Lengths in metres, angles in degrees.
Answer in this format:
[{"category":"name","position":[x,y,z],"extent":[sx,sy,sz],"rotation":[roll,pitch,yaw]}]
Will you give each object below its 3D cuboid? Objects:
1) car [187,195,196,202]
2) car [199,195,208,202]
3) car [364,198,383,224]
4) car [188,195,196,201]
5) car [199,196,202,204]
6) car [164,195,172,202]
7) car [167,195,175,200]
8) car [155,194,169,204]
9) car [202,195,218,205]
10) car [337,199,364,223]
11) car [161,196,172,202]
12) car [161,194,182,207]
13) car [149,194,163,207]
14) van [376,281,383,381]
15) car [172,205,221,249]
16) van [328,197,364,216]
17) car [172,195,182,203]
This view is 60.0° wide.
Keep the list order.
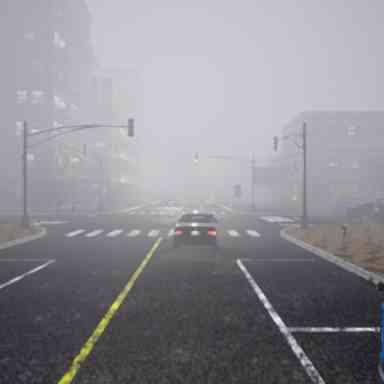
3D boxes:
[{"category":"car","position":[-0.023,1.505,73.299],"extent":[1.812,1.442,4.674],"rotation":[0,0,0]},{"category":"car","position":[2.667,1.537,79.733],"extent":[2.008,1.369,4.403],"rotation":[0,0,0]},{"category":"car","position":[14.915,1.329,22.607],"extent":[5.009,1.841,2.192],"rotation":[0,0,0]},{"category":"car","position":[-0.026,1.431,83.306],"extent":[1.994,1.385,4.181],"rotation":[0,0,0]},{"category":"car","position":[2.674,1.557,57.577],"extent":[1.802,1.307,4.206],"rotation":[0,0,0]},{"category":"car","position":[-5.713,1.511,79.560],"extent":[1.752,1.417,4.829],"rotation":[0,0,0]},{"category":"car","position":[-5.717,1.541,90.809],"extent":[1.887,1.381,4.507],"rotation":[0,0,0]},{"category":"car","position":[-5.707,1.291,63.112],"extent":[2.192,1.841,5.009],"rotation":[0,0,0]},{"category":"car","position":[2.678,1.500,46.668],"extent":[1.752,1.417,4.829],"rotation":[0,0,0]},{"category":"car","position":[14.091,1.498,25.248],"extent":[5.008,1.535,1.882],"rotation":[0,0,0]},{"category":"car","position":[-5.712,1.532,74.191],"extent":[2.008,1.369,4.403],"rotation":[0,0,0]},{"category":"car","position":[-3.085,1.467,51.385],"extent":[2.128,1.511,4.902],"rotation":[0,0,0]},{"category":"car","position":[-5.705,1.499,51.863],"extent":[1.752,1.417,4.829],"rotation":[0,0,0]},{"category":"van","position":[2.661,1.339,1.711],"extent":[1.690,1.788,3.998],"rotation":[0,0,0]},{"category":"car","position":[0.272,1.533,14.552],"extent":[2.033,1.411,5.357],"rotation":[0,0,4]},{"category":"van","position":[14.890,1.386,30.986],"extent":[3.998,1.788,1.690],"rotation":[0,0,0]},{"category":"car","position":[-3.026,1.455,67.533],"extent":[1.882,1.535,5.008],"rotation":[0,0,0]}]
